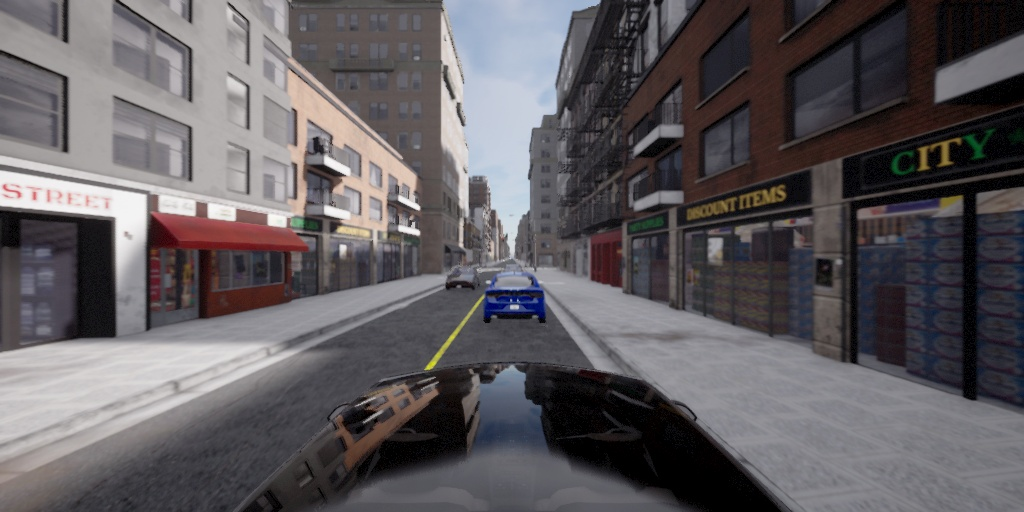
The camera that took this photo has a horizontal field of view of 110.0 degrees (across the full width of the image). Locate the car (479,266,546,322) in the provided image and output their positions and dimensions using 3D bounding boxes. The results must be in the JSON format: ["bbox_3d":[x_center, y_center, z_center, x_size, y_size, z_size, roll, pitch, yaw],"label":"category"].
[{"bbox_3d":[0.087,1.293,12.572,1.882,1.535,5.008,0,0,0],"label":"car"}]

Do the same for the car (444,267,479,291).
[{"bbox_3d":[-3.090,1.434,23.584,2.033,1.411,5.357,0,0,0],"label":"car"}]
